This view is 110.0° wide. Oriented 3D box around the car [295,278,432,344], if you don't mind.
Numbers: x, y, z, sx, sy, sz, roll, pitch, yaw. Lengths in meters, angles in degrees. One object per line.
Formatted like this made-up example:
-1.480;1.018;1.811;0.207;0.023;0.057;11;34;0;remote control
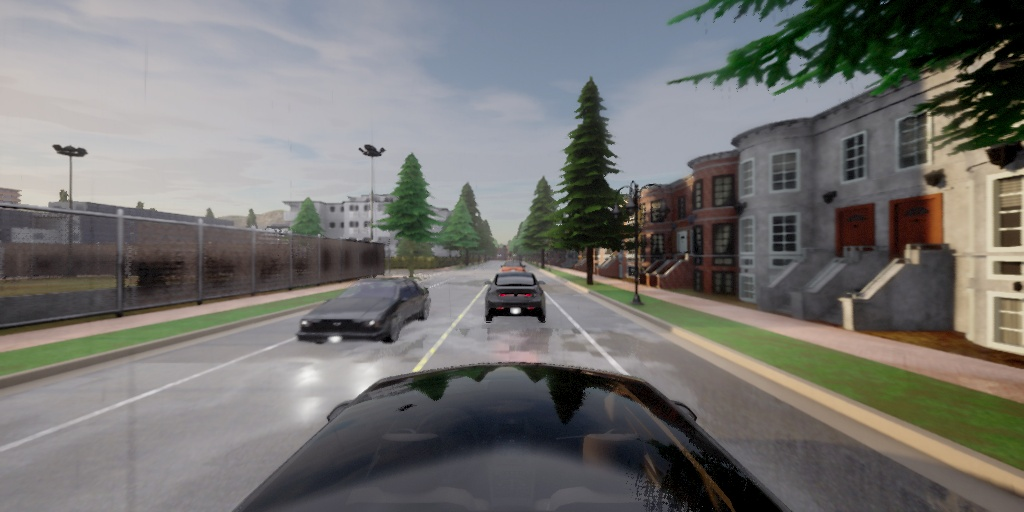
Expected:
-3.600;1.320;9.959;2.033;1.411;5.357;0;0;0;car

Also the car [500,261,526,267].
0.097;1.180;29.904;2.097;1.767;4.553;0;0;0;car

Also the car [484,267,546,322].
0.099;1.283;12.399;1.837;1.490;4.892;0;0;0;car
